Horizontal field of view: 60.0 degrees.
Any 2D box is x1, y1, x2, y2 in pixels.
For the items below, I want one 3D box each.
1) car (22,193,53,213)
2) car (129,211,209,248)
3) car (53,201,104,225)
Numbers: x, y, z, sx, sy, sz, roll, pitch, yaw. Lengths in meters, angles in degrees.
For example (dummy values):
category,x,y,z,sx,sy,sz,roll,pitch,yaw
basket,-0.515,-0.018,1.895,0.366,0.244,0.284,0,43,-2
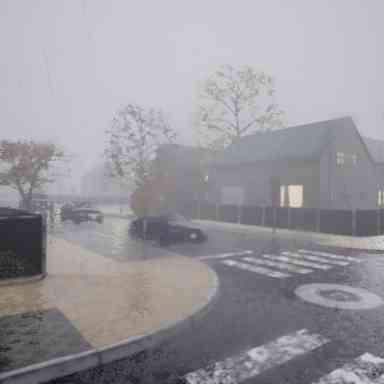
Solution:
category,x,y,z,sx,sy,sz,roll,pitch,yaw
car,-16.014,1.095,34.391,2.150,2.045,5.566,2,0,-37
car,-1.135,1.562,14.845,1.994,1.385,4.181,2,-1,-37
car,-7.896,1.433,23.710,2.128,1.511,4.902,2,-1,-38
